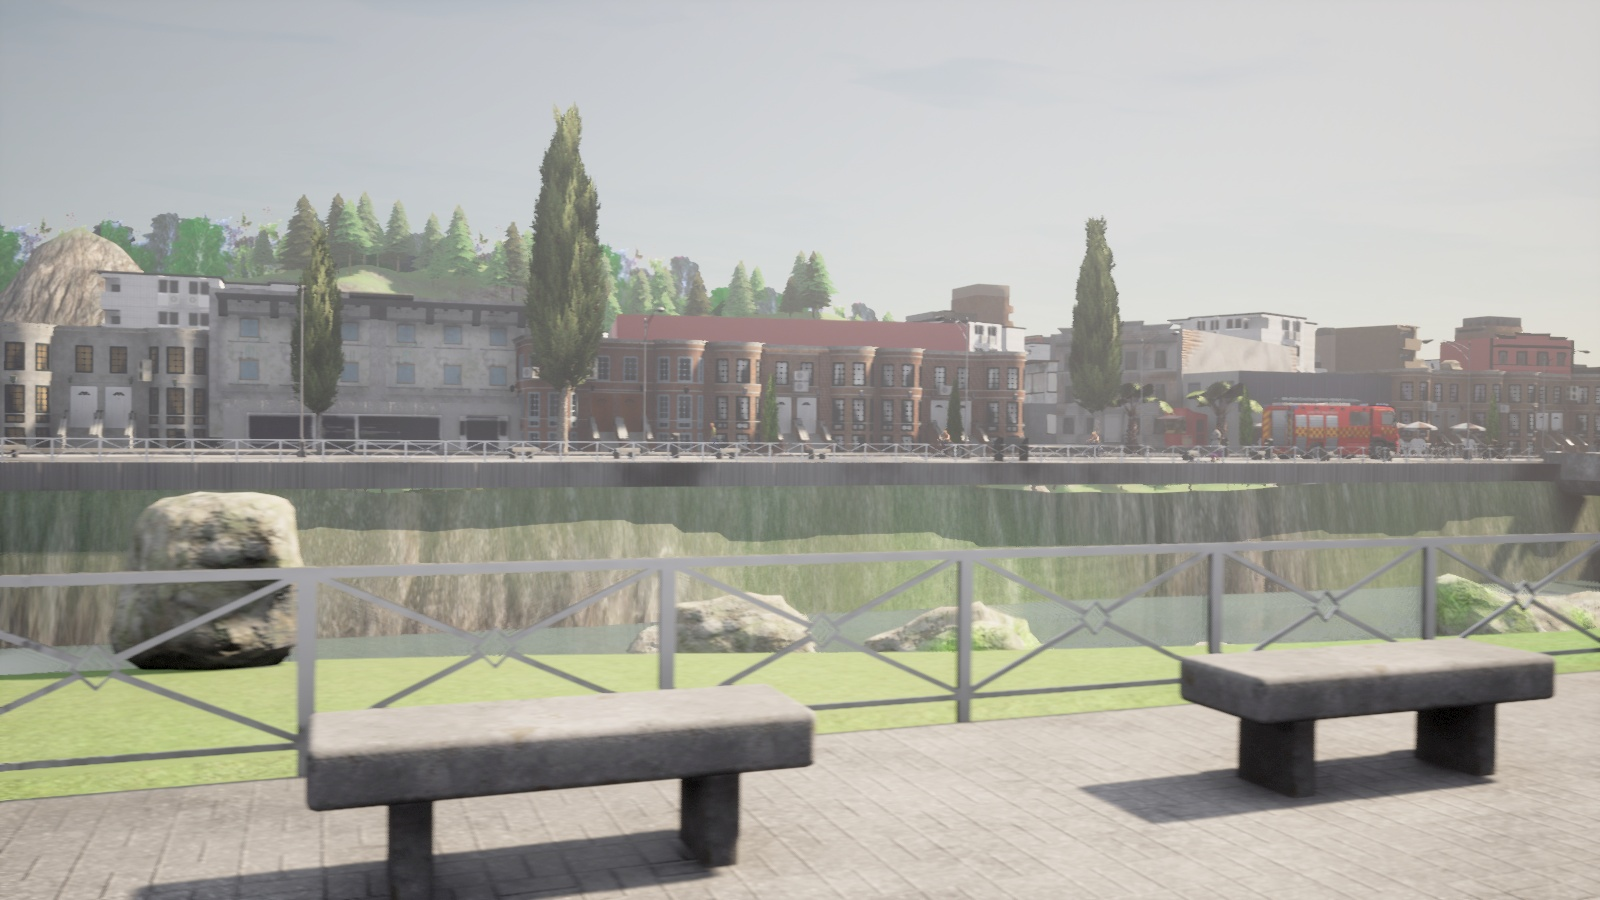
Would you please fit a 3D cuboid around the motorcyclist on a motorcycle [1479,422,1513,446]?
[{"bbox_3d":[45.959,-1.066,82.911,2.044,1.523,0.797,-1,1,-21],"label":"motorcyclist on a motorcycle"}]

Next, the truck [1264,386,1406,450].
[{"bbox_3d":[33.294,-1.997,78.085,8.468,3.827,2.891,-1,1,-21],"label":"truck"}]

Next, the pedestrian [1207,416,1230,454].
[{"bbox_3d":[21.612,-0.773,64.834,0.873,1.952,0.659,-1,1,-23],"label":"pedestrian"}]
